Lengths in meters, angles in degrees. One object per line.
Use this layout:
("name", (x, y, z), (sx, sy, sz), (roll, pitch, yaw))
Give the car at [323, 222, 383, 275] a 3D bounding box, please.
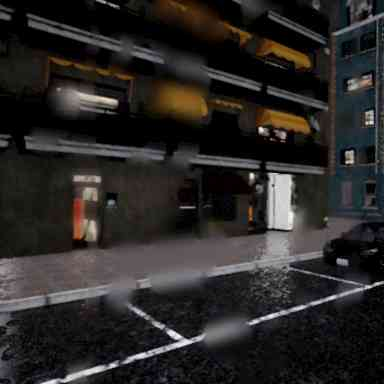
("car", (6.155, 1.689, 10.936), (4.313, 1.339, 1.947), (1, 0, -35))
